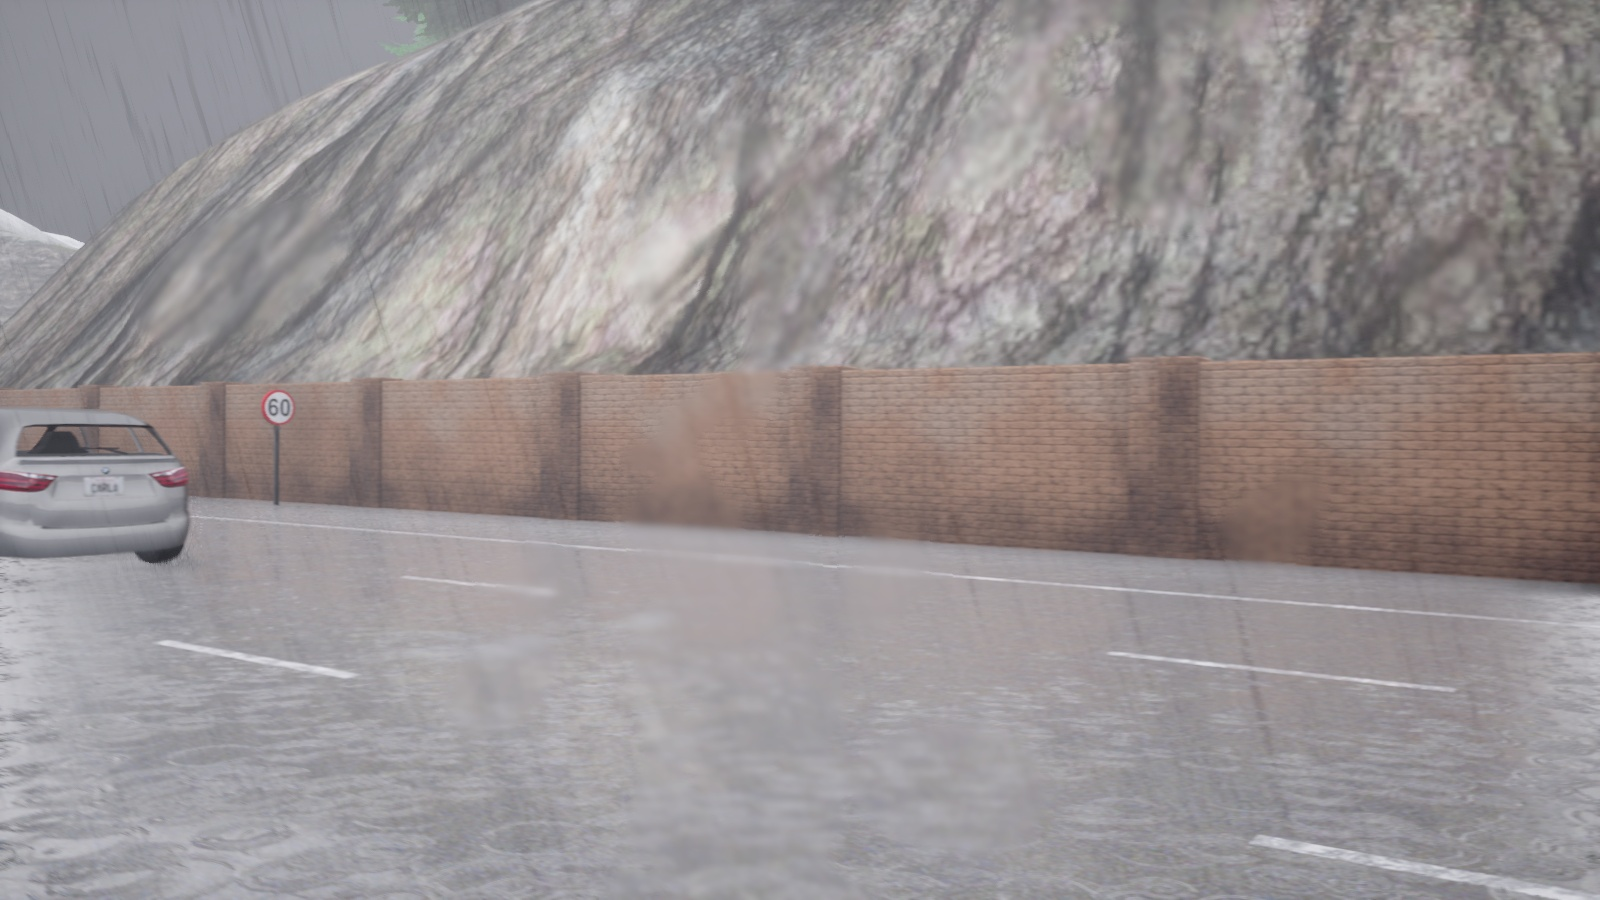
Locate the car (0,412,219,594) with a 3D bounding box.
[{"bbox_3d":[-8.685,0.468,13.590,4.611,1.667,2.242,0,1,34],"label":"car"}]
